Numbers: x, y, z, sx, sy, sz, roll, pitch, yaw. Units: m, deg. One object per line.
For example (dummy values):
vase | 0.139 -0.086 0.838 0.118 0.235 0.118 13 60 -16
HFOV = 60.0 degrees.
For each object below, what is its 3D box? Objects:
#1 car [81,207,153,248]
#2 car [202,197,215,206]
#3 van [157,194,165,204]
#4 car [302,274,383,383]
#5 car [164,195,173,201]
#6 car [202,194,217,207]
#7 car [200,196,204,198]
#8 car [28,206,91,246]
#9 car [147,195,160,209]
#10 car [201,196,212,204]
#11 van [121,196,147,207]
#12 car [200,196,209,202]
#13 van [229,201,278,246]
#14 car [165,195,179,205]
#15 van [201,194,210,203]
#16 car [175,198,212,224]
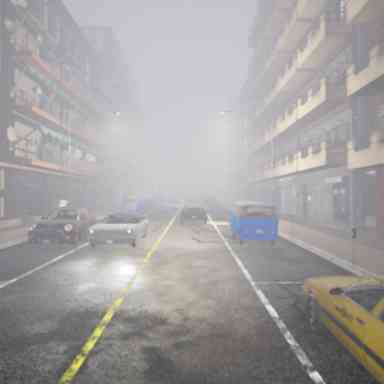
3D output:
car | -3.104 1.579 14.803 1.895 1.301 4.718 0 0 0
car | 2.655 1.478 54.683 1.947 1.339 4.313 1 0 0
van | -5.689 1.244 60.424 1.690 1.788 3.998 1 0 0
car | 2.689 1.520 3.818 1.752 1.417 4.829 1 0 0
car | -5.788 1.411 83.103 2.008 1.369 4.403 1 0 0
car | 2.658 1.362 49.012 1.967 1.590 4.097 1 0 0
car | 0.090 1.499 41.423 1.994 1.385 4.181 0 0 0
car | -5.680 1.418 15.057 1.967 1.590 4.097 1 0 0
car | -5.689 1.477 43.412 1.887 1.381 4.507 1 0 0
car | 2.655 1.427 60.523 1.752 1.417 4.829 1 0 0
van | -5.683 1.292 32.070 1.690 1.788 3.998 1 0 0
car | 2.651 1.464 71.695 1.802 1.307 4.206 1 0 0
van | 2.668 1.319 14.989 1.690 1.788 3.998 1 0 0
car | -3.077 1.414 56.460 1.837 1.490 4.892 0 0 0
van | 2.656 1.233 66.023 1.690 1.788 3.998 1 0 0
car | 0.098 1.453 24.420 2.128 1.511 4.902 0 0 0
